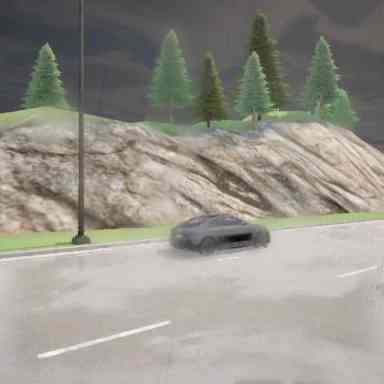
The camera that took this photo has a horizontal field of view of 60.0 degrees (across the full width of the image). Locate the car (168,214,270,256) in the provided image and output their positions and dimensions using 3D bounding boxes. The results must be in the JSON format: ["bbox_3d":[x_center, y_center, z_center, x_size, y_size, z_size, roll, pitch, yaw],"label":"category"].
[{"bbox_3d":[1.152,1.565,13.179,4.181,1.385,1.994,0,0,-36],"label":"car"}]
